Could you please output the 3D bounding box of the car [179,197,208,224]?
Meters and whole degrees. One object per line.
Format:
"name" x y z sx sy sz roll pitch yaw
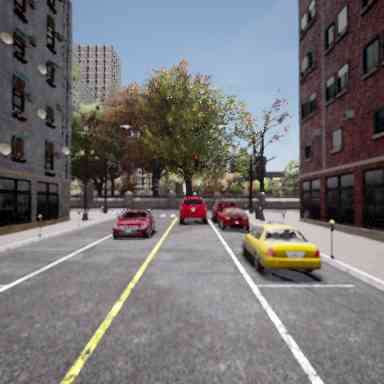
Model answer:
"car" 0.093 1.449 27.219 2.150 2.045 5.566 0 0 0

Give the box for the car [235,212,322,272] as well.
"car" 2.704 1.618 11.024 1.752 1.417 4.829 1 0 0

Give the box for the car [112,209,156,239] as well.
"car" -3.075 1.680 18.520 1.812 1.442 4.674 0 0 0

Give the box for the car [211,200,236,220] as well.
"car" 2.709 1.548 27.945 2.192 1.841 5.009 1 0 0

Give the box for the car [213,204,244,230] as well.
"car" 2.705 1.731 22.247 1.887 1.381 4.507 1 0 0
